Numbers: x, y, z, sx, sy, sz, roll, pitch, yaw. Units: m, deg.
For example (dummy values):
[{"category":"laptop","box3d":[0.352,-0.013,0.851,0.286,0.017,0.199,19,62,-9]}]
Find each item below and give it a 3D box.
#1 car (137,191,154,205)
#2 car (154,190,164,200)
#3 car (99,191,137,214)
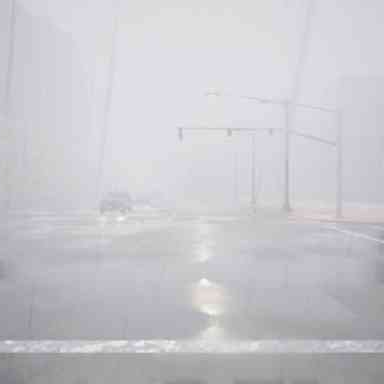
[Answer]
[{"category":"car","box3d":[-6.951,0.909,46.389,2.097,1.767,4.553,0,1,0]},{"category":"car","box3d":[-6.814,0.680,65.208,2.150,2.045,5.566,0,1,0]},{"category":"car","box3d":[-7.001,0.918,31.189,2.150,2.045,5.566,0,1,0]}]
